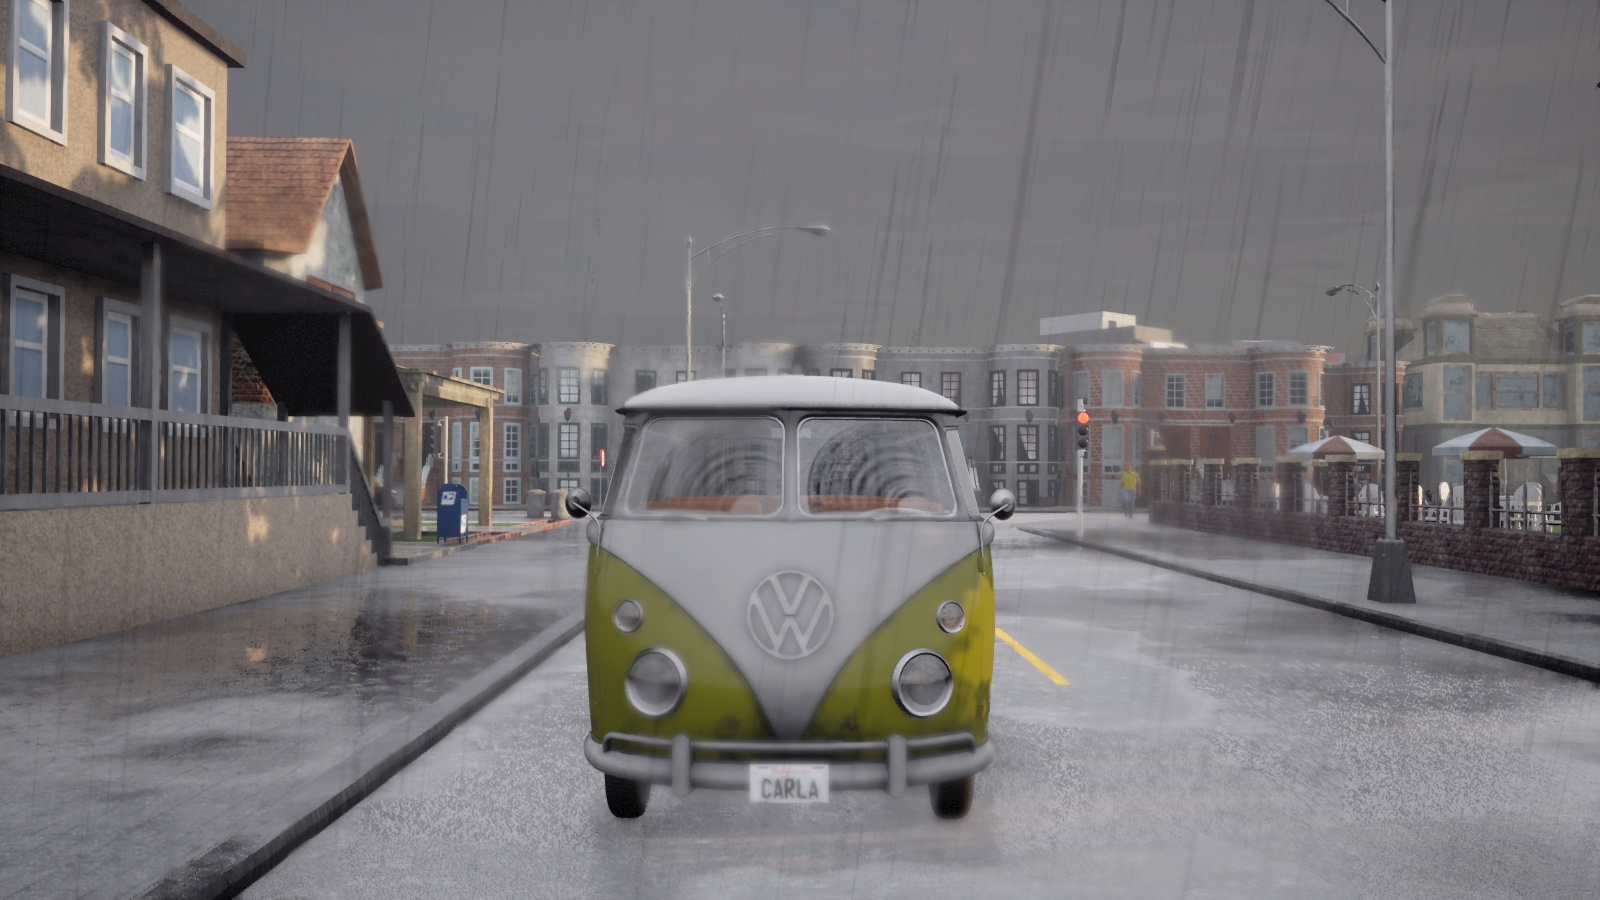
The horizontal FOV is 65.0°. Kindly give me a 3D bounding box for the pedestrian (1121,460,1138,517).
[{"bbox_3d":[10.699,1.253,40.742,0.354,1.836,0.706,-1,-1,28],"label":"pedestrian"}]

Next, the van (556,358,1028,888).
[{"bbox_3d":[-0.043,0.684,6.958,1.775,1.987,4.442,0,-1,0],"label":"van"}]

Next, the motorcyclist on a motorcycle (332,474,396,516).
[{"bbox_3d":[-15.765,1.621,45.435,2.044,1.523,0.797,0,-1,0],"label":"motorcyclist on a motorcycle"}]
